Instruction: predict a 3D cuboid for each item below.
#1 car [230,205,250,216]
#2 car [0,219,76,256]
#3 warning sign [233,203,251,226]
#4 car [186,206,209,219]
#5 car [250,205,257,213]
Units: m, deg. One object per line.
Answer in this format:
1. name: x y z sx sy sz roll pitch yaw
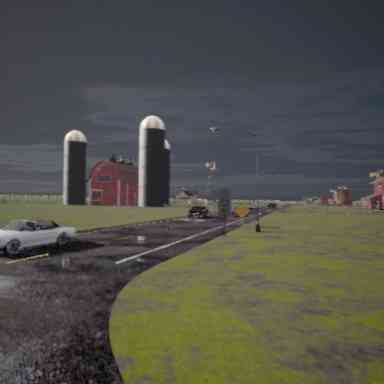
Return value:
1. car: 6.653 2.709 47.157 1.812 1.442 4.674 0 -2 18
2. car: -7.422 1.898 14.858 1.895 1.301 4.718 0 -1 18
3. warning sign: 4.226 1.854 27.956 1.300 1.860 1.060 1 -1 18
4. car: 0.741 2.459 40.622 1.837 1.490 4.892 0 -1 18
5. car: 10.781 3.023 60.152 2.128 1.511 4.902 0 -1 17
